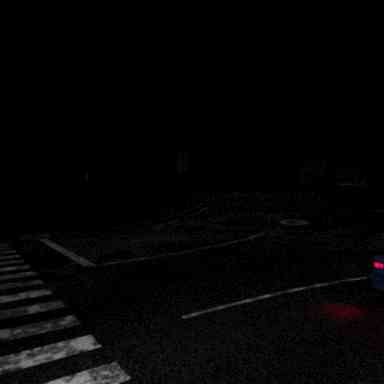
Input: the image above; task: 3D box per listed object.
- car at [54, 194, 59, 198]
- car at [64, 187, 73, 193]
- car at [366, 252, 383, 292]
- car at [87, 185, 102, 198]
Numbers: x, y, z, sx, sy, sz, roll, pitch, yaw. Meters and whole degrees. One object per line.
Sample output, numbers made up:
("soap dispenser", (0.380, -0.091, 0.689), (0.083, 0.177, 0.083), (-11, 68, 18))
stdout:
("car", (-19.509, 0.009, 53.021), (2.435, 2.045, 5.566), (-2, 1, 16))
("car", (-17.120, -0.029, 51.203), (2.435, 2.045, 5.566), (-1, 2, 16))
("car", (6.180, 1.475, 6.911), (5.357, 1.411, 2.033), (-1, 0, -22))
("car", (-14.702, 0.181, 49.490), (2.231, 1.521, 4.892), (-1, 2, 16))
